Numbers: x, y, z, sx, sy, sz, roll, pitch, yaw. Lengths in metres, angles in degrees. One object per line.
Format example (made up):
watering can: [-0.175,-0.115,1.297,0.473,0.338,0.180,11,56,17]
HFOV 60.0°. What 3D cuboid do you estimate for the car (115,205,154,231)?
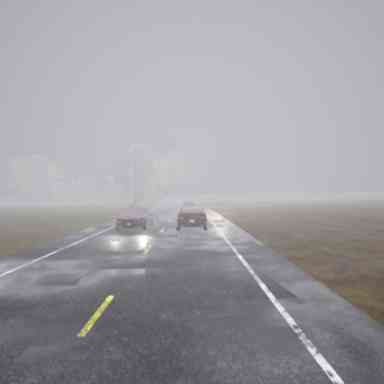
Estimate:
car: [-3.641,1.609,21.704,1.882,1.535,5.008,0,-1,0]

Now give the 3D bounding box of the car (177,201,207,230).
car: [-0.015,1.613,22.444,1.882,1.535,5.008,0,0,0]
